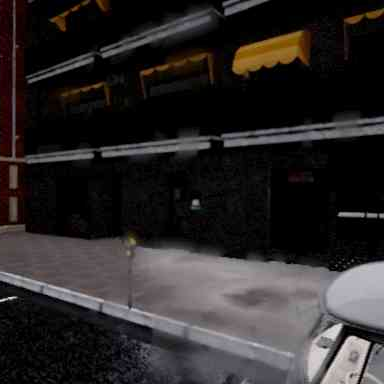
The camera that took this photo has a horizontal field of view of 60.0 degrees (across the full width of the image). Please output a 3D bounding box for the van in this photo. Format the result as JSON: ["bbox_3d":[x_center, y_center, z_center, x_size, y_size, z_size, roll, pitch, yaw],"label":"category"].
[{"bbox_3d":[2.292,1.338,1.228,3.998,1.788,1.690,0,0,36],"label":"van"}]
